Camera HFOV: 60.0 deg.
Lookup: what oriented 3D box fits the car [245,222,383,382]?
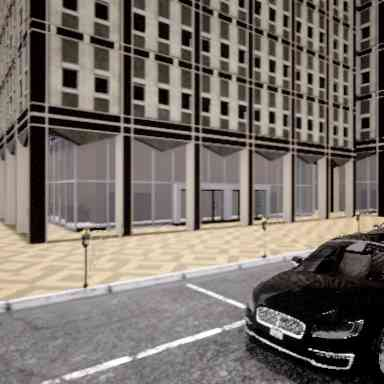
[{"bbox_3d":[3.021,1.505,5.536,4.892,1.490,1.837,0,0,-36],"label":"car"}]
